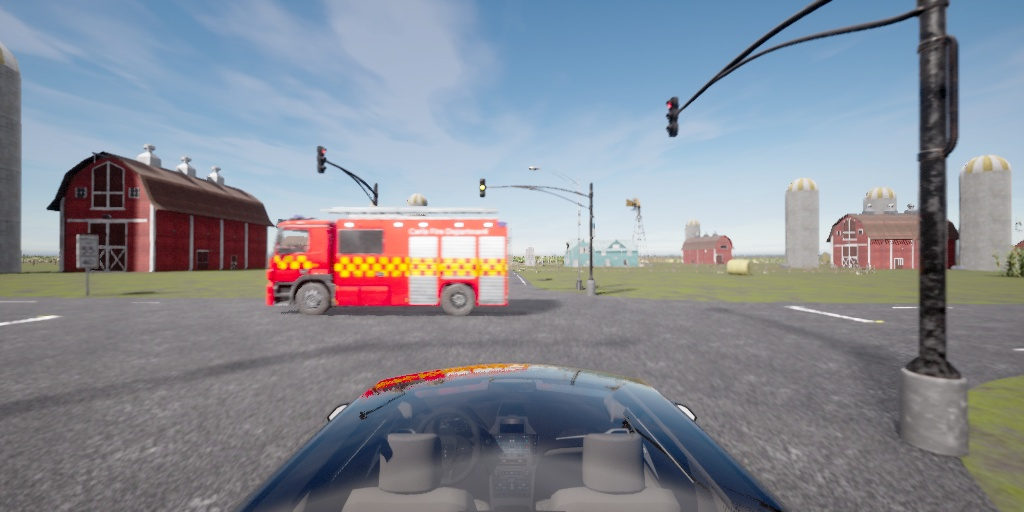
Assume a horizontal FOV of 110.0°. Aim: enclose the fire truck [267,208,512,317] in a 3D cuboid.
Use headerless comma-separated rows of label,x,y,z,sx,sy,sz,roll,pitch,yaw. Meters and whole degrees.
fire truck,-4.248,0.188,13.624,8.468,3.827,2.891,0,0,0
